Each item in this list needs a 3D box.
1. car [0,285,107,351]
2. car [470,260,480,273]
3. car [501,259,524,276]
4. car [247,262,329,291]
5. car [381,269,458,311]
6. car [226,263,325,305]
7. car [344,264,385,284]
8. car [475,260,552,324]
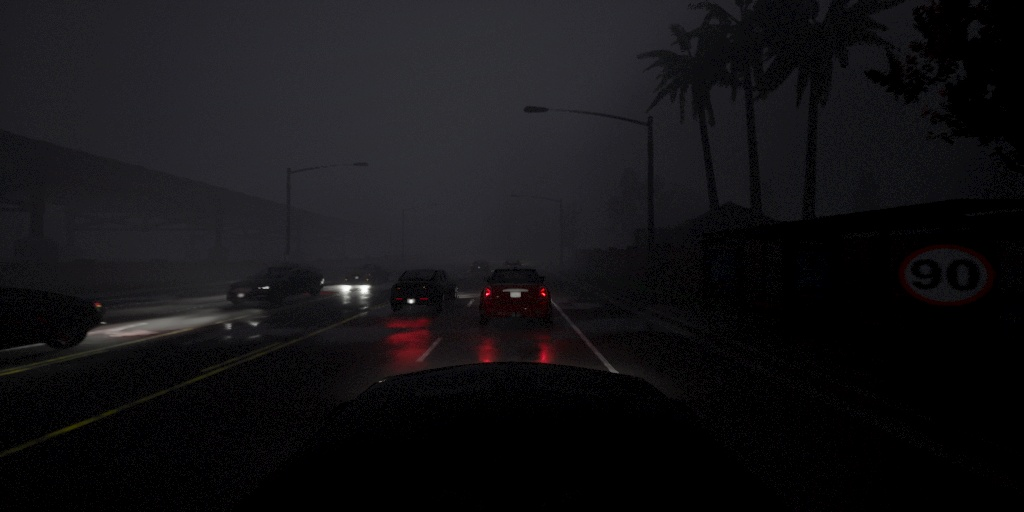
[{"bbox_3d":[-10.548,1.301,6.566,1.812,1.442,4.674,0,0,0],"label":"car"},{"bbox_3d":[-3.417,1.155,39.456,1.994,1.385,4.181,0,0,0],"label":"car"},{"bbox_3d":[0.064,1.105,35.783,2.128,1.511,4.902,0,1,0],"label":"car"},{"bbox_3d":[-13.997,1.223,22.823,2.128,1.511,4.902,0,0,0],"label":"car"},{"bbox_3d":[-3.397,1.258,14.498,1.837,1.490,4.892,0,0,0],"label":"car"},{"bbox_3d":[-10.497,1.250,16.335,2.128,1.511,4.902,0,0,0],"label":"car"},{"bbox_3d":[-10.494,1.264,26.208,1.994,1.385,4.181,0,0,0],"label":"car"},{"bbox_3d":[0.102,1.105,12.210,2.097,1.767,4.553,0,0,0],"label":"car"}]
